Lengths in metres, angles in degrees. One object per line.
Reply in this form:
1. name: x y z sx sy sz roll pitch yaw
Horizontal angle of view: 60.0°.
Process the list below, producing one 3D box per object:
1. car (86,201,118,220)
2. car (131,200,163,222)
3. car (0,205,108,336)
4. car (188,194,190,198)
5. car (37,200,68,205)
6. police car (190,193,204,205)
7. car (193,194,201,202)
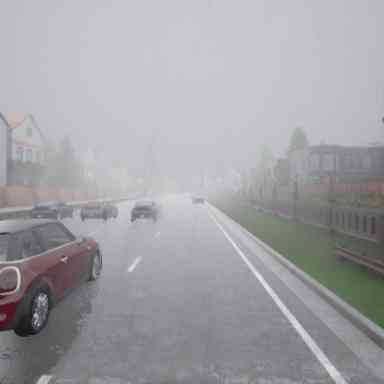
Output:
1. car: -6.899 1.393 25.102 2.128 1.511 4.902 0 0 0
2. car: -3.399 1.407 25.178 1.837 1.490 4.892 0 0 0
3. car: -3.400 1.325 6.809 2.097 1.767 4.553 0 0 0
4. car: 0.006 1.066 88.804 1.895 1.301 4.718 0 0 0
5. car: -10.399 1.406 25.183 1.837 1.490 4.892 0 0 0
6. police car: 1.052 1.209 55.701 1.930 1.638 5.238 0 0 0
7. car: 1.053 1.248 71.591 1.812 1.442 4.674 0 0 0
